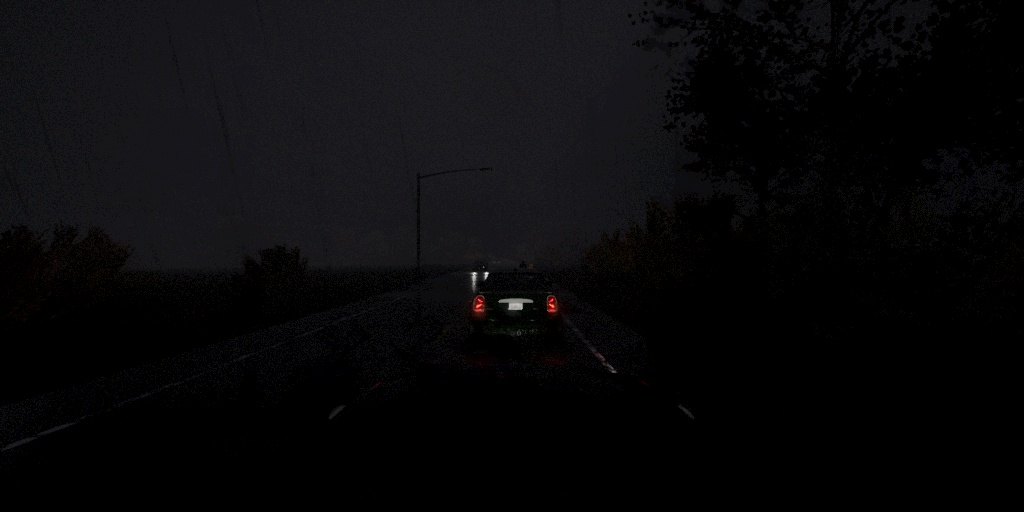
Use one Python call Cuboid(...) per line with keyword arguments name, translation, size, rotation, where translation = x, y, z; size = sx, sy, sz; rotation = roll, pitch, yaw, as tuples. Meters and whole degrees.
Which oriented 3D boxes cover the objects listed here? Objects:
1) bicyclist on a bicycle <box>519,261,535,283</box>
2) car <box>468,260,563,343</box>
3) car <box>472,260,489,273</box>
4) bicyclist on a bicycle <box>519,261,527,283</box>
Cuboid(name="bicyclist on a bicycle", translation=(0.905, 1.179, 17.139), size=(0.866, 1.612, 1.509), rotation=(0, 0, 0))
Cuboid(name="car", translation=(0.073, 1.098, 9.795), size=(2.097, 1.767, 4.553), rotation=(0, 0, 0))
Cuboid(name="car", translation=(-3.881, 1.237, 44.784), size=(1.837, 1.490, 4.892), rotation=(0, 0, -1))
Cuboid(name="bicyclist on a bicycle", translation=(0.843, 1.190, 27.256), size=(0.582, 1.620, 1.656), rotation=(0, 0, 0))
